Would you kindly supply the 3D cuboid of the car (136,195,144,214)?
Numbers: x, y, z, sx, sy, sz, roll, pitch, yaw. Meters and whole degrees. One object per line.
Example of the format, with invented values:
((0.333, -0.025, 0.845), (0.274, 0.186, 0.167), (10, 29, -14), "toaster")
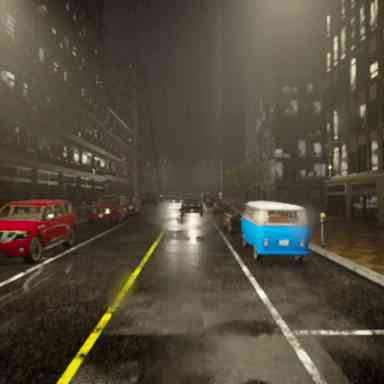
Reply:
((-5.670, 1.217, 28.868), (1.967, 1.590, 4.097), (1, 0, 0), "car")

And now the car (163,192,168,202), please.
((-5.671, 1.109, 57.359), (1.947, 1.339, 4.313), (1, 0, 0), "car")

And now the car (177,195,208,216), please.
((0.028, 1.276, 29.278), (2.128, 1.511, 4.902), (0, 0, 1), "car")

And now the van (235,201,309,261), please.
((2.720, 1.253, 11.650), (1.690, 1.788, 3.998), (1, 0, 0), "van")

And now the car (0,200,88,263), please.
((-5.669, 1.226, 11.772), (2.192, 1.841, 5.009), (1, 0, 0), "car")

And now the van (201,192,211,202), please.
((2.682, 0.839, 62.928), (1.690, 1.788, 3.998), (1, 0, 0), "van")

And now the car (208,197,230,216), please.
((2.674, 1.360, 28.744), (1.802, 1.307, 4.206), (1, 0, 0), "car")

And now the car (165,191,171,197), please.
((-5.663, 0.669, 80.147), (2.192, 1.841, 5.009), (1, 0, 0), "car")

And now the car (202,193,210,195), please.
((2.676, 1.205, 45.838), (1.947, 1.339, 4.313), (1, 0, 0), "car")

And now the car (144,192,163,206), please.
((-5.666, 0.953, 45.961), (2.192, 1.841, 5.009), (1, 0, 0), "car")

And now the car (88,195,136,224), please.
((-5.668, 1.137, 23.167), (2.192, 1.841, 5.009), (1, 0, 0), "car")

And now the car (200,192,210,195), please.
((2.677, 1.090, 57.232), (1.887, 1.381, 4.507), (1, 0, 0), "car")

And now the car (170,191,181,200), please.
((-2.995, 0.938, 69.611), (1.837, 1.490, 4.892), (0, 0, 0), "car")

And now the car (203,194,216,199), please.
((2.675, 1.252, 40.139), (1.947, 1.339, 4.313), (1, 0, 0), "car")

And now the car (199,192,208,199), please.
((2.681, 0.795, 80.022), (1.967, 1.590, 4.097), (1, 0, 0), "car")

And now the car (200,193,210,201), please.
((2.678, 1.016, 68.627), (1.947, 1.339, 4.313), (1, 0, 0), "car")

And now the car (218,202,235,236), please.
((2.682, 1.434, 17.348), (1.947, 1.339, 4.313), (1, 0, 0), "car")
